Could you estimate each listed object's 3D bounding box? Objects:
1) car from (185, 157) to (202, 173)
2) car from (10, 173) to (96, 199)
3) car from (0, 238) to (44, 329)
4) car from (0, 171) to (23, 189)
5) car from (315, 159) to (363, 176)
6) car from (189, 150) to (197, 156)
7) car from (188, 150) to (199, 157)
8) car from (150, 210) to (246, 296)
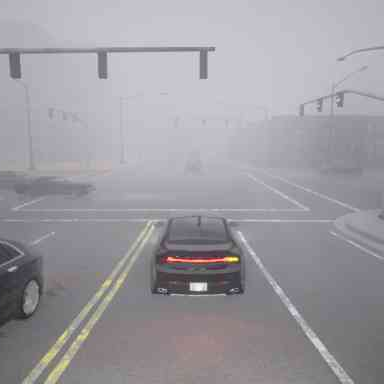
[{"bbox_3d":[0.137,-3.138,40.210,2.033,1.411,5.357,0,8,3],"label":"car"},{"bbox_3d":[-8.783,-0.341,21.684,4.718,1.301,1.895,0,8,0],"label":"car"},{"bbox_3d":[-3.586,1.426,4.147,1.837,1.490,4.892,0,2,0],"label":"car"},{"bbox_3d":[-13.456,-0.891,25.165,4.181,1.385,1.994,0,8,0],"label":"car"},{"bbox_3d":[15.667,-2.654,35.543,4.553,1.767,2.097,0,8,0],"label":"car"},{"bbox_3d":[0.285,-10.444,89.581,2.033,1.411,5.357,0,8,0],"label":"car"},{"bbox_3d":[0.315,-7.854,69.881,2.150,2.045,5.566,0,8,0],"label":"car"},{"bbox_3d":[0.116,1.200,8.059,1.837,1.490,4.892,0,4,0],"label":"car"}]
